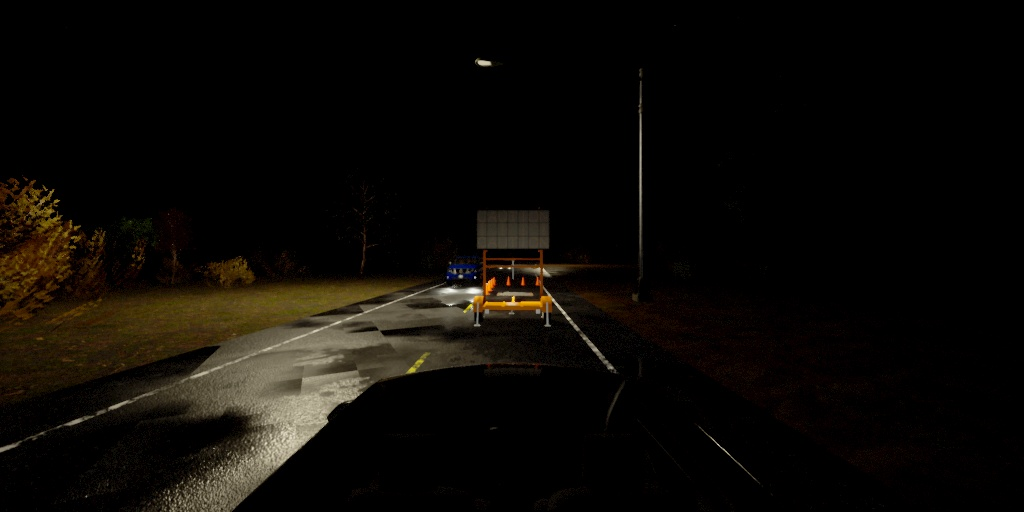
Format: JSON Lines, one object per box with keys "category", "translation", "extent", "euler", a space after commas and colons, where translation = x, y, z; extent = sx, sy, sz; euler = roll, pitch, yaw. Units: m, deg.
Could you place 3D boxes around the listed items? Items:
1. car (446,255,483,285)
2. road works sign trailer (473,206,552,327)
{"category": "car", "translation": [-3.250, 0.969, 26.059], "extent": [2.150, 2.045, 5.566], "euler": [0, 0, 2]}
{"category": "road works sign trailer", "translation": [0.036, 0.214, 11.589], "extent": [2.380, 3.560, 2.880], "euler": [0, 0, 1]}
